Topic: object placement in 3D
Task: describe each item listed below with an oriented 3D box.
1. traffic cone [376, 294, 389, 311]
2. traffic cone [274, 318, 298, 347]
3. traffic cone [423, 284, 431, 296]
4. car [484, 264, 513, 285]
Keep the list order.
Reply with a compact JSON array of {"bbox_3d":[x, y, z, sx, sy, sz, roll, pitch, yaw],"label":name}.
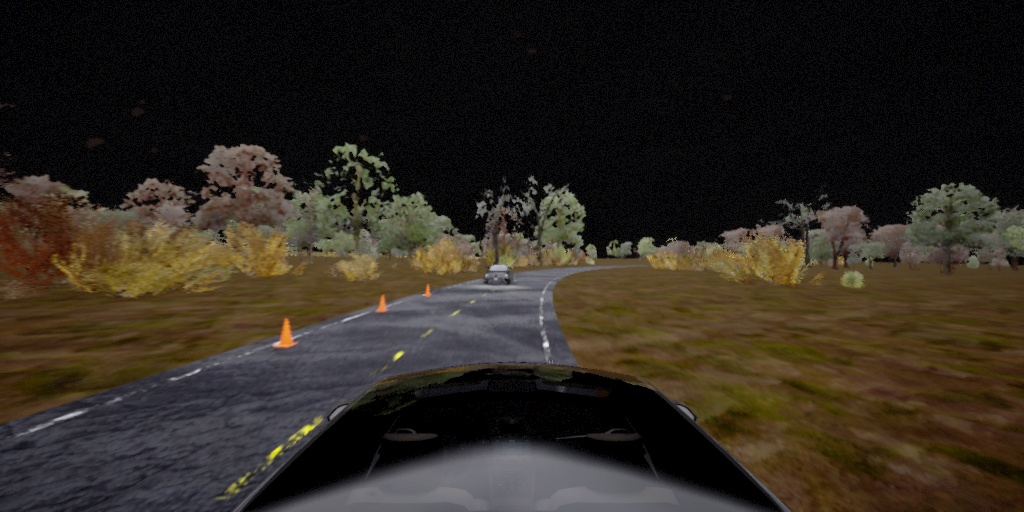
[{"bbox_3d":[-4.671,1.675,12.938,0.340,0.580,0.340,0,0,4],"label":"traffic cone"},{"bbox_3d":[-4.946,1.657,7.854,0.340,0.580,0.340,0,0,2],"label":"traffic cone"},{"bbox_3d":[-4.227,1.695,18.009,0.340,0.580,0.340,0,0,6],"label":"traffic cone"},{"bbox_3d":[-0.927,1.331,26.919,1.812,1.442,4.674,1,0,5],"label":"car"}]
